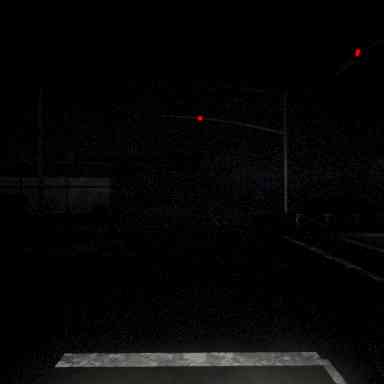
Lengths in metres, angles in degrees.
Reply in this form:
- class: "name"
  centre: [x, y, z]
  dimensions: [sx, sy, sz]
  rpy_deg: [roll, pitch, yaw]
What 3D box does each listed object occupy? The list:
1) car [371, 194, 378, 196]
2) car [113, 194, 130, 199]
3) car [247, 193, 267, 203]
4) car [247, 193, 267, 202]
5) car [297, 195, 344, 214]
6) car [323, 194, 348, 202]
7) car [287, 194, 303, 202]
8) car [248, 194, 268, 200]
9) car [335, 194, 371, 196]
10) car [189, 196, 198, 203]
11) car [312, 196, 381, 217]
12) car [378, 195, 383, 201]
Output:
- class: "car"
  centre: [38.387, 1.232, 69.091]
  dimensions: [3.806, 1.475, 1.970]
  rpy_deg: [0, 0, 0]
- class: "car"
  centre: [-19.389, 1.333, 91.627]
  dimensions: [4.674, 1.442, 1.812]
  rpy_deg: [0, 0, 0]
- class: "car"
  centre: [12.859, 1.361, 65.692]
  dimensions: [3.806, 1.475, 1.970]
  rpy_deg: [0, 0, 0]
- class: "car"
  centre: [13.459, 1.077, 69.018]
  dimensions: [3.866, 1.878, 1.905]
  rpy_deg: [0, 0, 0]
- class: "car"
  centre: [13.021, 1.330, 31.435]
  dimensions: [5.027, 1.636, 2.152]
  rpy_deg: [0, 0, 0]
- class: "car"
  centre: [31.326, 1.298, 72.731]
  dimensions: [4.514, 1.523, 2.007]
  rpy_deg: [0, 0, 0]
- class: "car"
  centre: [21.338, 1.097, 65.757]
  dimensions: [4.605, 1.855, 1.932]
  rpy_deg: [0, 0, 0]
- class: "car"
  centre: [18.146, 1.334, 91.646]
  dimensions: [4.902, 1.511, 2.128]
  rpy_deg: [0, 0, 0]
- class: "car"
  centre: [20.657, 1.320, 43.305]
  dimensions: [3.633, 1.501, 1.845]
  rpy_deg: [0, 0, 0]
- class: "car"
  centre: [0.282, 1.547, 69.721]
  dimensions: [2.033, 1.411, 5.357]
  rpy_deg: [0, 0, 0]
- class: "car"
  centre: [13.084, 1.340, 28.298]
  dimensions: [4.514, 1.523, 2.007]
  rpy_deg: [0, 0, 0]
- class: "car"
  centre: [38.731, 1.154, 62.675]
  dimensions: [5.027, 1.636, 2.152]
  rpy_deg: [0, 0, 0]
